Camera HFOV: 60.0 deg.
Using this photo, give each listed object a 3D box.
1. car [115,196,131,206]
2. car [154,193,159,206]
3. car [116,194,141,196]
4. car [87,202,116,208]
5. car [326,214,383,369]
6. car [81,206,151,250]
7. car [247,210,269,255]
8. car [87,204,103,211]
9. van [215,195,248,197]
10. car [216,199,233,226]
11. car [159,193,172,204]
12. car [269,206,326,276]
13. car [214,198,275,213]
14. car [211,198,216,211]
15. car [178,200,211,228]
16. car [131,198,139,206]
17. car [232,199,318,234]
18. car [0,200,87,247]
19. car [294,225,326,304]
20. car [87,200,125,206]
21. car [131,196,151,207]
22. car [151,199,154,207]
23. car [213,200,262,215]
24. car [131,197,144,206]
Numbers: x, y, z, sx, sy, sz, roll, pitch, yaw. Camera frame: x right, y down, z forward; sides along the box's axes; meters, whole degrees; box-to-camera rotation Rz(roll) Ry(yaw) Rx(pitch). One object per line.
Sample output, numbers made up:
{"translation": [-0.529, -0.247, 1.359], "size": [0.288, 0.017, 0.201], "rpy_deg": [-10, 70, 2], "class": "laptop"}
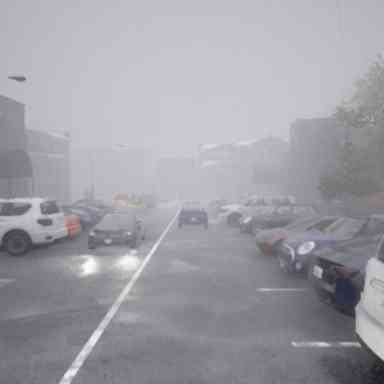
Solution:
{"translation": [-7.749, 1.418, 27.490], "size": [4.553, 1.767, 2.185], "rpy_deg": [0, 0, 0], "class": "car"}
{"translation": [-7.714, 1.259, 45.019], "size": [5.566, 2.045, 2.435], "rpy_deg": [0, 1, 0], "class": "car"}
{"translation": [-7.703, 1.441, 39.247], "size": [4.553, 1.767, 2.185], "rpy_deg": [0, 0, 0], "class": "car"}
{"translation": [-7.707, 1.571, 21.612], "size": [4.674, 1.452, 2.002], "rpy_deg": [0, 0, 0], "class": "car"}
{"translation": [4.673, 1.237, 3.386], "size": [5.566, 2.045, 2.435], "rpy_deg": [0, 0, 0], "class": "car"}
{"translation": [-3.108, 1.560, 14.614], "size": [1.812, 1.442, 4.674], "rpy_deg": [0, 0, 0], "class": "car"}
{"translation": [4.603, 1.537, 11.767], "size": [4.792, 1.488, 2.163], "rpy_deg": [0, 0, 0], "class": "car"}
{"translation": [-7.703, 1.563, 18.550], "size": [4.674, 1.452, 2.002], "rpy_deg": [0, 0, 0], "class": "car"}
{"translation": [4.479, 1.340, 39.699], "size": [4.442, 1.987, 1.878], "rpy_deg": [0, 0, 0], "class": "van"}
{"translation": [4.608, 1.540, 25.734], "size": [5.008, 1.535, 2.097], "rpy_deg": [0, 0, 0], "class": "car"}
{"translation": [-5.075, 0.964, 57.473], "size": [2.097, 1.767, 4.553], "rpy_deg": [-2, 3, -26], "class": "car"}
{"translation": [4.669, 1.375, 8.971], "size": [4.553, 1.767, 2.185], "rpy_deg": [0, 0, 0], "class": "car"}
{"translation": [4.617, 1.547, 28.527], "size": [4.892, 1.521, 2.231], "rpy_deg": [0, 0, 0], "class": "car"}
{"translation": [4.600, 1.554, 31.445], "size": [4.892, 1.521, 2.231], "rpy_deg": [0, 0, 0], "class": "car"}
{"translation": [0.068, 1.531, 22.808], "size": [1.882, 1.535, 5.008], "rpy_deg": [0, 0, 0], "class": "car"}
{"translation": [-7.728, 1.552, 30.302], "size": [4.892, 1.521, 2.231], "rpy_deg": [0, 0, 0], "class": "car"}
{"translation": [4.657, 1.395, 17.478], "size": [4.553, 1.767, 2.185], "rpy_deg": [0, 0, 0], "class": "car"}
{"translation": [-7.670, 1.391, 15.612], "size": [4.553, 1.767, 2.185], "rpy_deg": [0, 0, 0], "class": "car"}
{"translation": [4.670, 1.524, 6.178], "size": [4.792, 1.488, 2.163], "rpy_deg": [0, 0, 0], "class": "car"}
{"translation": [-7.743, 1.567, 24.551], "size": [4.792, 1.488, 2.163], "rpy_deg": [0, 0, 0], "class": "car"}
{"translation": [-7.545, 1.561, 36.305], "size": [5.366, 1.575, 1.946], "rpy_deg": [0, 0, 0], "class": "car"}
{"translation": [-7.743, 1.550, 42.077], "size": [5.008, 1.535, 2.097], "rpy_deg": [0, 0, 0], "class": "car"}
{"translation": [4.605, 1.599, 34.115], "size": [4.674, 1.452, 2.002], "rpy_deg": [0, 0, 0], "class": "car"}
{"translation": [-7.911, 1.555, 33.365], "size": [5.366, 1.575, 1.946], "rpy_deg": [0, 0, 0], "class": "car"}
